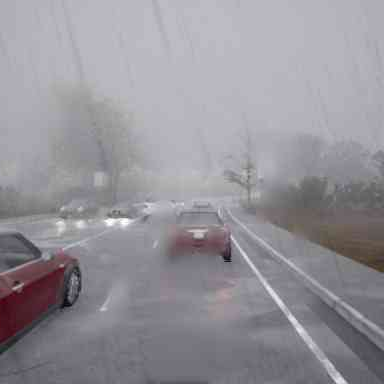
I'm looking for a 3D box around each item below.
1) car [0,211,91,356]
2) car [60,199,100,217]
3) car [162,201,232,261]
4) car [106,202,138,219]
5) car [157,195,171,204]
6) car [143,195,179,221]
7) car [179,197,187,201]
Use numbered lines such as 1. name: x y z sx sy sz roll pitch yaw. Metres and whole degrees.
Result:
1. car: -3.369 1.359 5.119 2.097 1.767 4.553 0 0 1
2. car: -9.781 1.401 29.200 2.097 1.767 4.553 0 0 3
3. car: 0.269 1.375 12.497 2.097 1.767 4.553 0 0 1
4. car: -6.233 1.616 29.960 1.994 1.385 4.181 0 0 3
5. car: -5.830 1.479 69.866 2.097 1.767 4.553 0 0 8
6. car: -2.652 1.271 28.027 2.150 2.045 5.566 0 0 3
7. car: -2.249 1.677 70.201 1.994 1.385 4.181 0 0 8
